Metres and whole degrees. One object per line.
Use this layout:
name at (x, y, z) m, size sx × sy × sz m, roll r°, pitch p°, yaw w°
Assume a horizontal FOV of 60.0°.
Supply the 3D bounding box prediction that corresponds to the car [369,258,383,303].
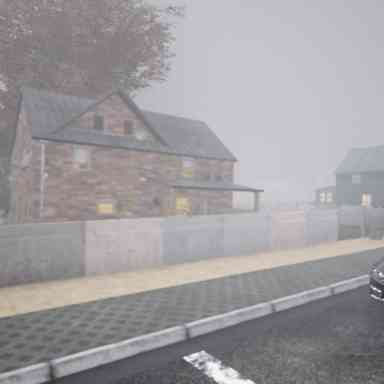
car at (5.726, 1.573, 7.198) m, size 4.902 × 1.511 × 2.128 m, roll 1°, pitch -1°, yaw -36°
